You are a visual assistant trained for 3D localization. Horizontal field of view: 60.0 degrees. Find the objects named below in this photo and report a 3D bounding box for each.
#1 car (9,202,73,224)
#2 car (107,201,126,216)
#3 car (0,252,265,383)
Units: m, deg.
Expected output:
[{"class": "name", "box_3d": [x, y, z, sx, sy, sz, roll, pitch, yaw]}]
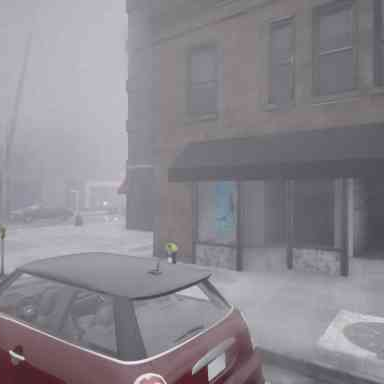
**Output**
[{"class": "car", "box_3d": [-11.349, 1.516, 25.345, 1.812, 1.442, 4.674, 0, 0, 37]}, {"class": "car", "box_3d": [-6.225, 1.556, 32.622, 1.994, 1.385, 4.181, 0, 0, 35]}, {"class": "car", "box_3d": [-1.376, 1.440, 3.830, 4.097, 1.590, 1.967, 0, 0, 36]}]
